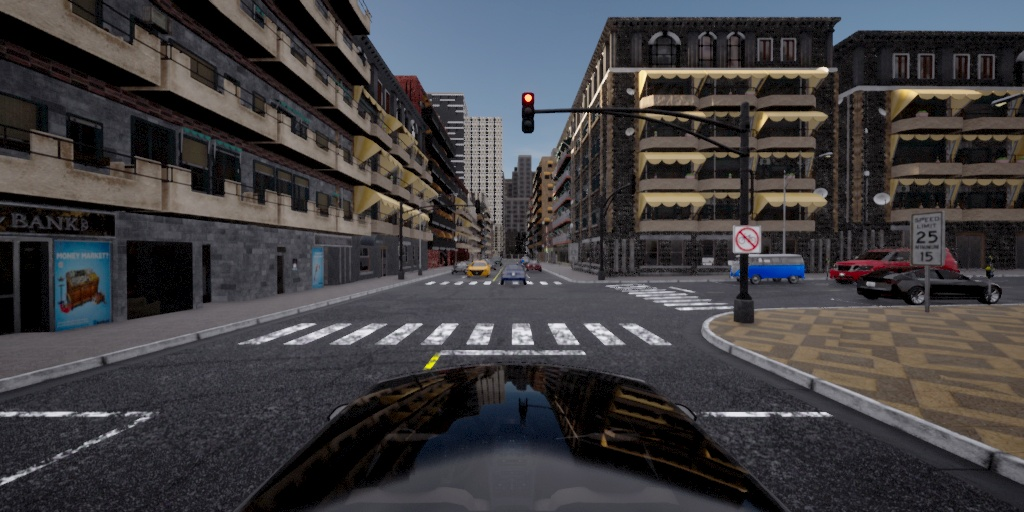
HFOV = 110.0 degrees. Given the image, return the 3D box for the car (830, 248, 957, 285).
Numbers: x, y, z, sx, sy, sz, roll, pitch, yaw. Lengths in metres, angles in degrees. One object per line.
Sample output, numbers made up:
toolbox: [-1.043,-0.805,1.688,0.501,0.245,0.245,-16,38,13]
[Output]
car: [20.743,0.603,19.577,5.566,2.045,2.150,-1,0,-1]

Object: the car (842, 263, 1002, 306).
car: [15.777,1.076,13.725,4.313,1.339,1.948,0,0,-1]

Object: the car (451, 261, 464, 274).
car: [-5.676,1.302,39.997,2.007,1.370,4.403,0,0,0]

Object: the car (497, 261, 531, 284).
car: [0.110,1.295,27.042,2.033,1.411,5.357,0,0,0]

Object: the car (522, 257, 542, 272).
car: [2.706,1.194,45.516,1.967,1.591,4.097,0,0,0]

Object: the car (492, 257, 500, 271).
car: [-3.076,1.244,47.929,2.128,1.511,4.902,0,0,0]

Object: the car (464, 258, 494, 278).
car: [-3.088,1.227,34.057,1.882,1.535,5.008,0,0,0]

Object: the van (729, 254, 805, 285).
van: [15.662,0.780,22.105,3.998,1.789,1.690,0,0,-1]

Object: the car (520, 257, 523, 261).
car: [2.714,1.314,62.099,2.007,1.370,4.403,0,0,0]
